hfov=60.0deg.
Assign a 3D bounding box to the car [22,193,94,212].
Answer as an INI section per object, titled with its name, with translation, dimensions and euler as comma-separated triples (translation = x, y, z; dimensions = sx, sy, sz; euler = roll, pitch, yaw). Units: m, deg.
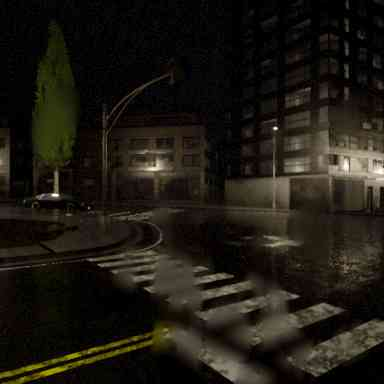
[car]
translation = -10.582, 0.783, 26.271
dimensions = 5.357, 1.411, 2.033
euler = 1, 0, 11
